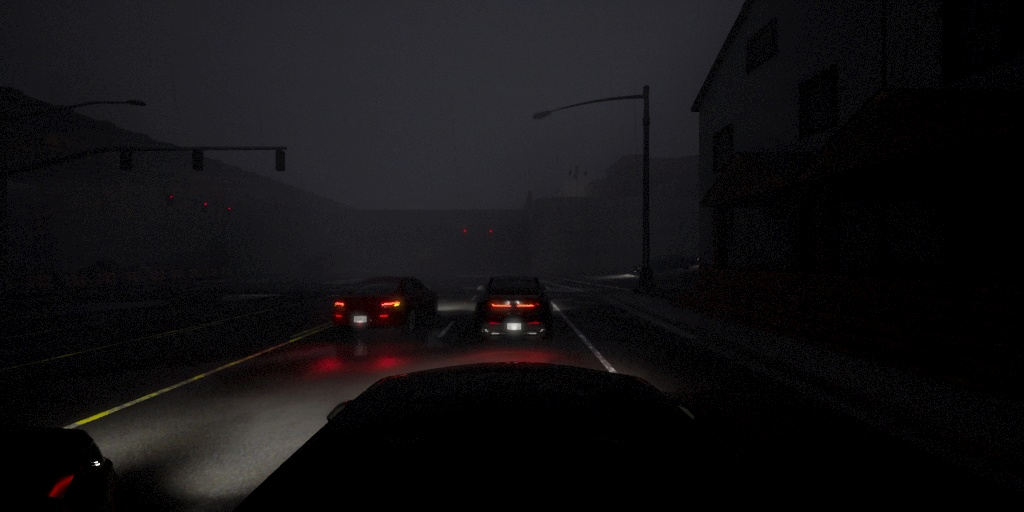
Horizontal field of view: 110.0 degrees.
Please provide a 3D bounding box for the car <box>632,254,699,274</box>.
[{"bbox_3d":[13.025,0.603,30.447,5.357,1.411,2.033,-7,0,-1],"label":"car"}]

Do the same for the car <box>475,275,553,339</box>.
[{"bbox_3d":[0.042,1.255,10.055,1.837,1.490,4.892,0,0,0],"label":"car"}]

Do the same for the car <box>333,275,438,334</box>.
[{"bbox_3d":[-3.454,1.276,10.470,1.812,1.442,4.674,0,0,0],"label":"car"}]

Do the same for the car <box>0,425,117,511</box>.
[{"bbox_3d":[-3.401,1.255,0.187,1.837,1.490,4.892,0,0,0],"label":"car"}]

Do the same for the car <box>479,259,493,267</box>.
[{"bbox_3d":[-4.829,1.297,65.203,2.033,1.411,5.357,0,0,-2],"label":"car"}]
